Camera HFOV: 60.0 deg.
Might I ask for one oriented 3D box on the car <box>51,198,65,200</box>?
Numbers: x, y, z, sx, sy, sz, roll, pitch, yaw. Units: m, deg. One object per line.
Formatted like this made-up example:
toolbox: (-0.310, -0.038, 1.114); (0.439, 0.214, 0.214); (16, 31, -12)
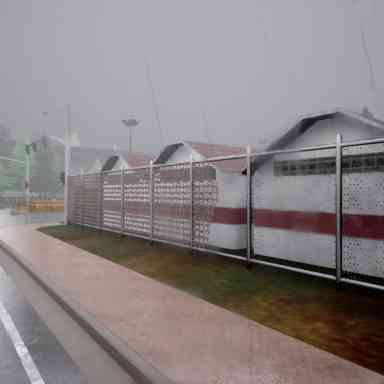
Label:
car: (-17.132, 1.505, 42.327); (4.892, 1.490, 1.837); (0, 0, -38)
